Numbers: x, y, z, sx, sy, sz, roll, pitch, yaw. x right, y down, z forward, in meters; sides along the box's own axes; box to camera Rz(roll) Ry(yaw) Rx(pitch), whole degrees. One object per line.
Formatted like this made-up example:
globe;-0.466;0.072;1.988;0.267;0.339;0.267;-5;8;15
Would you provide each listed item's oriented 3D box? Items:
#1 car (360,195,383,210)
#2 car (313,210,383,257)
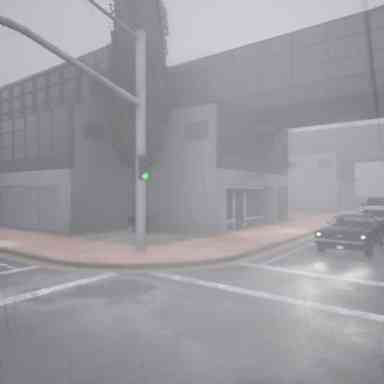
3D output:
car;12.250;1.219;21.259;2.150;2.045;5.566;0;0;36
car;6.397;1.598;13.273;1.895;1.301;4.718;0;0;36
